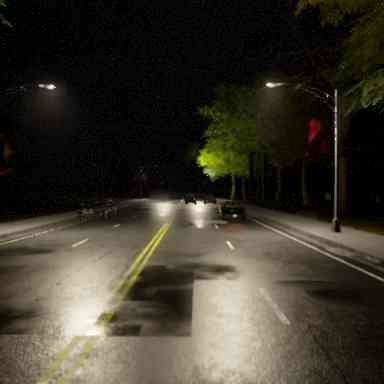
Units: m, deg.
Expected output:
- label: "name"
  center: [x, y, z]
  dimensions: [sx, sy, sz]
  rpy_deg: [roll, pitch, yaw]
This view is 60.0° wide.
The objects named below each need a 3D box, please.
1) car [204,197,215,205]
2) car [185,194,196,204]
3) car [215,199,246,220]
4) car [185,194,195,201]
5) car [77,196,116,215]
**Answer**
- label: "car"
  center: [2.939, 1.432, 54.444]
  dimensions: [1.895, 1.301, 4.718]
  rpy_deg: [0, 0, -1]
- label: "car"
  center: [-0.234, 1.313, 56.207]
  dimensions: [2.033, 1.411, 5.357]
  rpy_deg: [0, 0, -1]
- label: "car"
  center: [3.179, 1.494, 27.119]
  dimensions: [1.837, 1.490, 4.892]
  rpy_deg: [0, 0, 0]
- label: "car"
  center: [-0.516, 1.208, 70.410]
  dimensions: [2.033, 1.411, 5.357]
  rpy_deg: [0, 0, -1]
- label: "car"
  center: [-6.563, 1.068, 23.378]
  dimensions: [1.837, 1.490, 4.892]
  rpy_deg: [0, 0, 0]
